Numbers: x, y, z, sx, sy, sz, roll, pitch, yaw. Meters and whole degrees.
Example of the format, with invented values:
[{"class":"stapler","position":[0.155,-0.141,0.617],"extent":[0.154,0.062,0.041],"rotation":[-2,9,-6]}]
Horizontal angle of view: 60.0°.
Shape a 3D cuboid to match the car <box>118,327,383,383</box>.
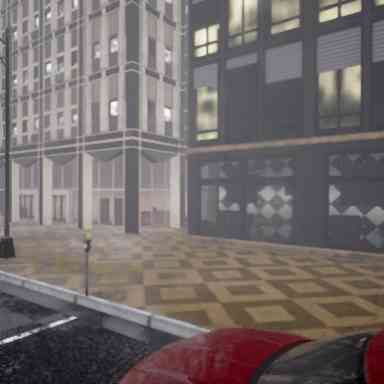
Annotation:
[{"class":"car","position":[1.438,1.545,1.844],"extent":[4.507,1.381,1.887],"rotation":[0,0,36]}]
